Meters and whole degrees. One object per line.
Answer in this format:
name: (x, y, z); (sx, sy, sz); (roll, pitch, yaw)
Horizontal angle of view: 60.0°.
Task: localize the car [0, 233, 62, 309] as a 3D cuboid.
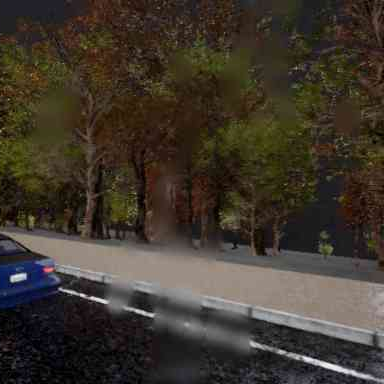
car: (-5.107, 1.563, 7.328); (5.357, 1.411, 2.033); (0, 0, 35)
